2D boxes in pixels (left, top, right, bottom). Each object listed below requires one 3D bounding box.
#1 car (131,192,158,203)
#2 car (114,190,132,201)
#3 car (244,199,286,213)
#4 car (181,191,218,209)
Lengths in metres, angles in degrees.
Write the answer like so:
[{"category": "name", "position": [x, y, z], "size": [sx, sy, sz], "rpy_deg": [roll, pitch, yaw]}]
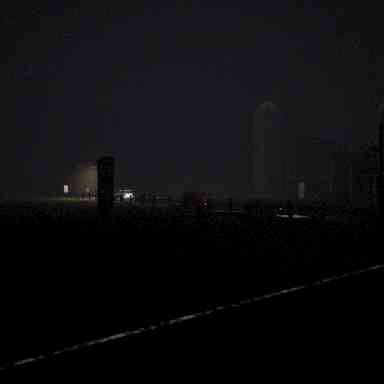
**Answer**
[{"category": "car", "position": [-7.152, 0.922, 52.248], "size": [2.097, 1.767, 4.553], "rpy_deg": [-1, 1, -36]}, {"category": "car", "position": [-13.615, 0.621, 66.055], "size": [2.150, 2.045, 5.566], "rpy_deg": [-1, 1, -36]}, {"category": "car", "position": [7.077, 1.365, 32.465], "size": [1.994, 1.385, 4.181], "rpy_deg": [-1, 1, -36]}, {"category": "car", "position": [0.820, 0.922, 41.148], "size": [2.150, 2.045, 5.566], "rpy_deg": [-1, 1, -36]}]
